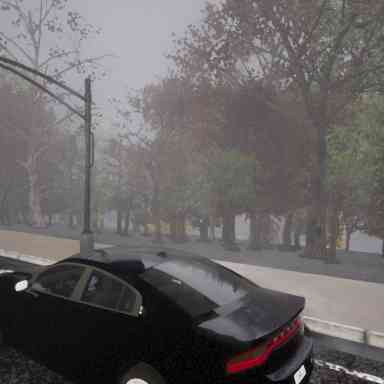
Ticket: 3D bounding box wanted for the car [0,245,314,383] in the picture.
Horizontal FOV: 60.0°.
[{"bbox_3d":[-1.021,1.477,4.467,5.008,1.535,1.882,0,0,36],"label":"car"}]
